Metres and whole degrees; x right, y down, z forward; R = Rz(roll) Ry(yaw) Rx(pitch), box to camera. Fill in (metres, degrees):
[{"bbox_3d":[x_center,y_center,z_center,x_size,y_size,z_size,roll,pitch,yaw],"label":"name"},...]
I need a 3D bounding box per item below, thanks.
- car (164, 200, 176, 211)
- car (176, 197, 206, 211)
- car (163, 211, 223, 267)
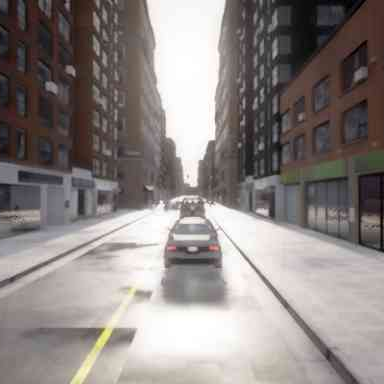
[{"bbox_3d":[-2.854,1.813,46.025,2.128,1.511,4.902,0,0,0],"label":"car"},{"bbox_3d":[0.058,1.429,29.231,2.150,2.045,5.566,0,0,0],"label":"car"},{"bbox_3d":[0.042,1.629,11.649,2.033,1.411,5.357,0,0,1],"label":"car"}]
